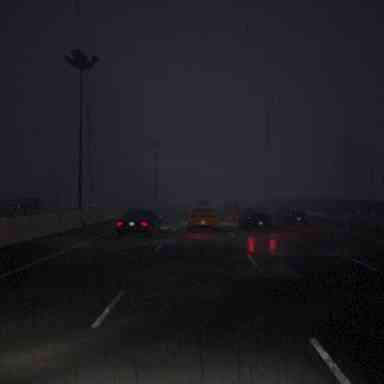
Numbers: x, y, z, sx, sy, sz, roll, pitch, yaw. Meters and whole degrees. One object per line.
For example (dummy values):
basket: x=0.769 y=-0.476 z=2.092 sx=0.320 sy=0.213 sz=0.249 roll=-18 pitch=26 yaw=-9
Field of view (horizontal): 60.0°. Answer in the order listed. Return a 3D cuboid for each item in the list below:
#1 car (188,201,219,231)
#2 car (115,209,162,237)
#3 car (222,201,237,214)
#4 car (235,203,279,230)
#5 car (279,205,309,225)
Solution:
car: x=0.724 y=1.635 z=21.946 sx=1.882 sy=1.535 sz=5.008 roll=0 pitch=0 yaw=2
car: x=-2.874 y=1.642 z=18.771 sx=2.033 sy=1.411 sz=5.357 roll=0 pitch=-1 yaw=2
car: x=4.794 y=1.890 z=40.817 sx=2.128 sy=1.511 sz=4.902 roll=0 pitch=-1 yaw=2
car: x=4.240 y=1.716 z=22.457 sx=1.812 sy=1.442 sz=4.674 roll=0 pitch=0 yaw=2
car: x=7.877 y=1.795 z=26.540 sx=1.812 sy=1.442 sz=4.674 roll=1 pitch=-1 yaw=2
